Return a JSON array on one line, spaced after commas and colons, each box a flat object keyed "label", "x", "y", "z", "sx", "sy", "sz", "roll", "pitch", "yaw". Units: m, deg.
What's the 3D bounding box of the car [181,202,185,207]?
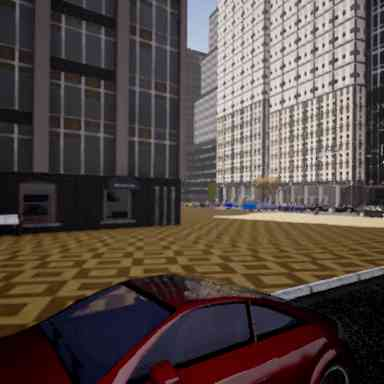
[{"label": "car", "x": -1.582, "y": 3.029, "z": 80.383, "sx": 1.887, "sy": 1.381, "sz": 4.507, "roll": 0, "pitch": -1, "yaw": -24}]

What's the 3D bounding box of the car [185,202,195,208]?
[{"label": "car", "x": 0.786, "y": 2.893, "z": 75.095, "sx": 1.752, "sy": 1.417, "sz": 4.829, "roll": 0, "pitch": -1, "yaw": -24}]

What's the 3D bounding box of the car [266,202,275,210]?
[{"label": "car", "x": 13.330, "y": 2.624, "z": 61.074, "sx": 2.033, "sy": 1.411, "sz": 5.357, "roll": 1, "pitch": -1, "yaw": -24}]

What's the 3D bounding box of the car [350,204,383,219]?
[{"label": "car", "x": 19.113, "y": 2.049, "z": 34.188, "sx": 2.008, "sy": 1.369, "sz": 4.403, "roll": 0, "pitch": -1, "yaw": -24}]

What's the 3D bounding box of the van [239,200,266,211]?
[{"label": "van", "x": 9.912, "y": 2.269, "z": 54.723, "sx": 1.690, "sy": 1.788, "sz": 3.998, "roll": 0, "pitch": -1, "yaw": -24}]

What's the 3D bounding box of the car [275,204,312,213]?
[{"label": "car", "x": 15.048, "y": 2.428, "z": 49.648, "sx": 1.895, "sy": 1.301, "sz": 4.718, "roll": 1, "pitch": -1, "yaw": -24}]

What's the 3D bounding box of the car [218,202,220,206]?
[{"label": "car", "x": 6.067, "y": 3.160, "z": 83.806, "sx": 1.802, "sy": 1.307, "sz": 4.206, "roll": 0, "pitch": -1, "yaw": -24}]

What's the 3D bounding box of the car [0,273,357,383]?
[{"label": "car", "x": -0.351, "y": 1.574, "z": 3.085, "sx": 4.181, "sy": 1.385, "sz": 1.994, "roll": 1, "pitch": 0, "yaw": -35}]

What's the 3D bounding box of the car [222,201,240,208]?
[{"label": "car", "x": 8.438, "y": 2.669, "z": 71.966, "sx": 1.812, "sy": 1.442, "sz": 4.674, "roll": 1, "pitch": -1, "yaw": -24}]

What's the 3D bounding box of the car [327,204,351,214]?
[{"label": "car", "x": 22.162, "y": 2.371, "z": 47.879, "sx": 1.947, "sy": 1.339, "sz": 4.313, "roll": 0, "pitch": -1, "yaw": -24}]

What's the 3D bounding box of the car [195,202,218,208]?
[{"label": "car", "x": 3.017, "y": 2.810, "z": 70.117, "sx": 2.008, "sy": 1.369, "sz": 4.403, "roll": 0, "pitch": -1, "yaw": -24}]

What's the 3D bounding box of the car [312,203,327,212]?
[{"label": "car", "x": 19.862, "y": 2.479, "z": 53.011, "sx": 1.947, "sy": 1.339, "sz": 4.313, "roll": 0, "pitch": -1, "yaw": -24}]

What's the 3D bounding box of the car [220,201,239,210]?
[{"label": "car", "x": 8.085, "y": 2.559, "z": 65.417, "sx": 1.882, "sy": 1.535, "sz": 5.008, "roll": 1, "pitch": -1, "yaw": -24}]
